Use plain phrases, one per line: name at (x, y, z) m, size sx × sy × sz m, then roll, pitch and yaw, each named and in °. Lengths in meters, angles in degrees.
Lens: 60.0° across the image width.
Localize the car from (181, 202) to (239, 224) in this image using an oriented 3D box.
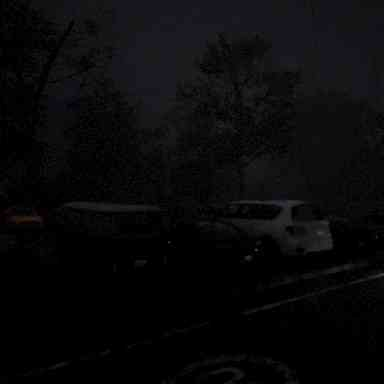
car at (1.359, 1.621, 27.483) m, size 2.097 × 1.535 × 5.008 m, roll 1°, pitch 0°, yaw -36°

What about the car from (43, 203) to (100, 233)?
car at (-7.704, 1.518, 21.007) m, size 2.097 × 1.535 × 5.008 m, roll 1°, pitch 0°, yaw -36°

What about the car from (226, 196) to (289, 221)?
car at (5.906, 1.430, 30.703) m, size 2.435 × 2.045 × 5.566 m, roll 1°, pitch 0°, yaw -36°

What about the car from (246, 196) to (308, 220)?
car at (8.071, 1.462, 32.251) m, size 2.435 × 2.045 × 5.566 m, roll 1°, pitch 0°, yaw -36°

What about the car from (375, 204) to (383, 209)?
car at (11.398, 1.651, 18.581) m, size 2.097 × 1.535 × 5.008 m, roll 1°, pitch 0°, yaw -36°

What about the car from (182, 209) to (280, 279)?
car at (-0.006, 1.518, 10.432) m, size 2.097 × 1.535 × 5.008 m, roll 1°, pitch 0°, yaw -36°

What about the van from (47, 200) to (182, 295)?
van at (-2.357, 1.268, 8.903) m, size 1.878 × 1.987 × 4.442 m, roll 1°, pitch 0°, yaw -36°

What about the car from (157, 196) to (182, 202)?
car at (-0.893, 1.341, 25.846) m, size 2.435 × 2.045 × 5.566 m, roll 1°, pitch 0°, yaw -36°

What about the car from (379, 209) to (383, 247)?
car at (6.849, 1.623, 15.301) m, size 2.163 × 1.488 × 4.792 m, roll 1°, pitch 0°, yaw -36°

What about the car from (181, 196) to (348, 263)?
car at (2.257, 1.291, 12.091) m, size 2.435 × 2.045 × 5.566 m, roll 1°, pitch 0°, yaw -36°

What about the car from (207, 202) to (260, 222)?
car at (3.522, 1.689, 29.032) m, size 2.002 × 1.452 × 4.674 m, roll 1°, pitch 0°, yaw -36°

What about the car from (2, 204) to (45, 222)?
car at (-9.867, 1.491, 19.242) m, size 1.946 × 1.575 × 5.366 m, roll 1°, pitch 0°, yaw -36°

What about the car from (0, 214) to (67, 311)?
car at (-4.568, 1.470, 7.174) m, size 2.231 × 1.521 × 4.892 m, roll 1°, pitch 0°, yaw -36°

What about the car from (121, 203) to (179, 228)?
car at (-3.192, 1.596, 24.273) m, size 2.163 × 1.488 × 4.792 m, roll 1°, pitch 0°, yaw -36°

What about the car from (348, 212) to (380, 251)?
car at (4.558, 1.568, 13.695) m, size 2.231 × 1.521 × 4.892 m, roll 1°, pitch 0°, yaw -35°
